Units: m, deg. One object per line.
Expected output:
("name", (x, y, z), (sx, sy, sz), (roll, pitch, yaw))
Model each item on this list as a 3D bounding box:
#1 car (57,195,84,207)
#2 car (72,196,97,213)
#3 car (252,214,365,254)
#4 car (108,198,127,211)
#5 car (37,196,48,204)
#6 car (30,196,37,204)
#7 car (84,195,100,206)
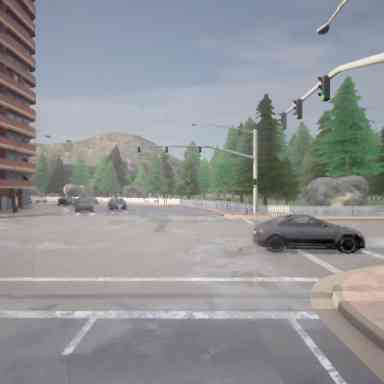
("car", (-19.238, 1.460, 51.601), (2.128, 1.511, 4.902), (0, 0, -42))
("car", (-11.794, 1.481, 36.781), (1.837, 1.490, 4.892), (0, 0, -14))
("car", (4.491, 1.596, 13.202), (4.181, 1.385, 1.994), (1, 0, 0))
("car", (-8.986, 1.463, 40.011), (2.128, 1.511, 4.902), (0, 0, -20))
("car", (-30.005, 1.465, 64.256), (4.674, 1.442, 1.812), (0, 0, 27))
("car", (-31.580, 1.436, 61.114), (5.008, 1.535, 1.882), (1, 0, 24))
("car", (-16.926, 1.319, 54.221), (2.097, 1.767, 4.553), (0, 0, -43))
